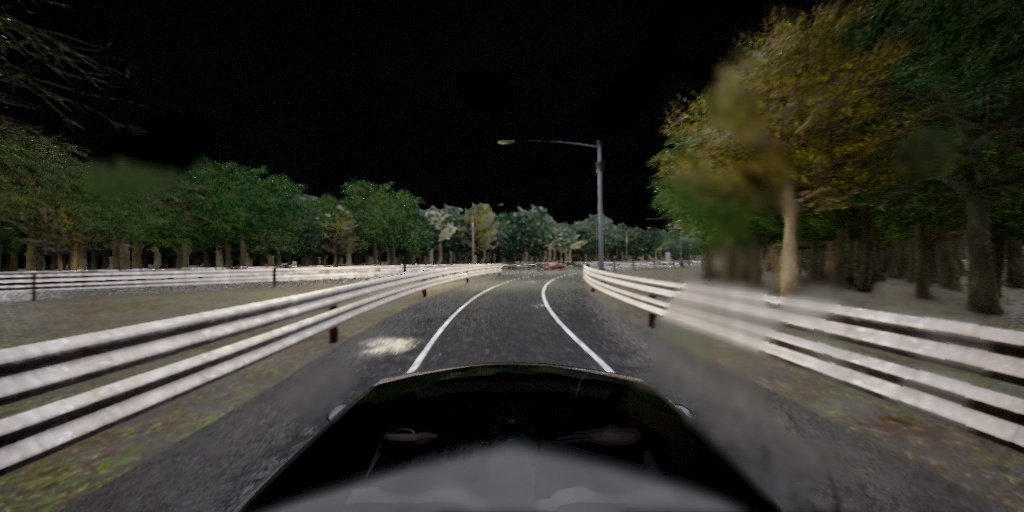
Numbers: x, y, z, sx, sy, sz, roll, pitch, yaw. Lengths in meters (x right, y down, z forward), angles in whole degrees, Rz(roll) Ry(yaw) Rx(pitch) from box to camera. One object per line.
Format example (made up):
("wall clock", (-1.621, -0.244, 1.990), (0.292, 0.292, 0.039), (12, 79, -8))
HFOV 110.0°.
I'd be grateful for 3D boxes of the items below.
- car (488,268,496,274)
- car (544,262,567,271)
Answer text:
("car", (-3.860, 1.628, 46.464), (1.994, 1.385, 4.181), (-2, -1, 43))
("car", (7.027, 1.651, 58.190), (1.812, 1.442, 4.674), (-2, -1, 43))
